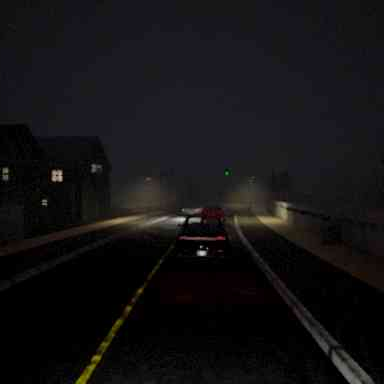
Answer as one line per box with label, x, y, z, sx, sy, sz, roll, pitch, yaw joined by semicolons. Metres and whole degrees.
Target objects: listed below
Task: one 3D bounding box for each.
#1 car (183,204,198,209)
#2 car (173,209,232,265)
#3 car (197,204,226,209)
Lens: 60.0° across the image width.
car;0.119;1.991;36.828;1.895;1.301;4.718;0;-1;9
car;0.451;1.614;12.201;2.128;1.511;4.902;0;-1;4
car;1.846;1.782;28.246;1.882;1.535;5.008;0;0;7
